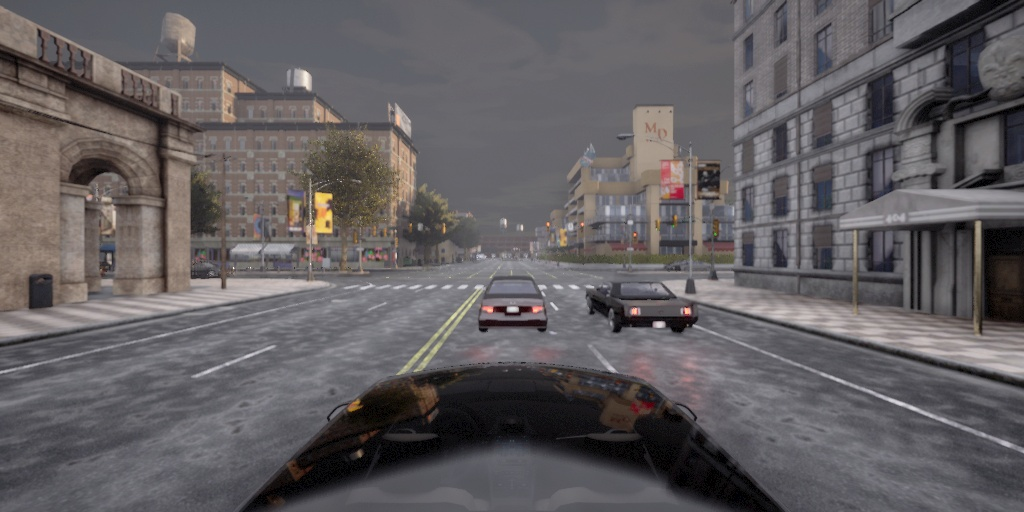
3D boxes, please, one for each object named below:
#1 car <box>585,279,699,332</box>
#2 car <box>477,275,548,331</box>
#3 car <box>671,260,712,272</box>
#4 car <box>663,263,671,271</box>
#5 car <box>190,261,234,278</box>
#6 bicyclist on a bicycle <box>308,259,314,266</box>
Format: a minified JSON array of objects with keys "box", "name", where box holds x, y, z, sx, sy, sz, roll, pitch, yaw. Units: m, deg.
[{"box":[3.519,1.351,10.775,1.895,1.301,4.718,0,0,0],"name":"car"},{"box":[0.018,1.297,10.893,2.033,1.411,5.357,0,0,0],"name":"car"},{"box":[22.704,1.312,44.832,4.181,1.385,1.994,0,0,0],"name":"car"},{"box":[22.998,1.240,48.329,4.902,1.511,2.128,0,0,0],"name":"car"},{"box":[-28.379,1.253,33.009,4.892,1.490,1.837,0,0,0],"name":"car"},{"box":[-31.375,1.048,55.983,0.582,1.620,1.656,0,0,0],"name":"bicyclist on a bicycle"}]
